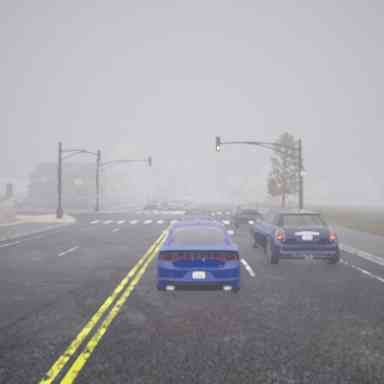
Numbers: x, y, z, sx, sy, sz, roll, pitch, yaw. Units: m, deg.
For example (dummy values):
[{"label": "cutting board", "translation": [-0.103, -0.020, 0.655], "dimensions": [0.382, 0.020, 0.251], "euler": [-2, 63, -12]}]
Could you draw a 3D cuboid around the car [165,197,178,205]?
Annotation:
[{"label": "car", "translation": [-4.090, 1.777, 65.958], "dimensions": [1.882, 1.535, 5.008], "euler": [0, 0, 5]}]

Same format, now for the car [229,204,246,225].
[{"label": "car", "translation": [3.679, 1.585, 22.780], "dimensions": [1.837, 1.490, 4.892], "euler": [0, 0, 1]}]

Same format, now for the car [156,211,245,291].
[{"label": "car", "translation": [0.171, 1.508, 9.112], "dimensions": [1.882, 1.535, 5.008], "euler": [0, 0, 1]}]

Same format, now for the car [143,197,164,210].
[{"label": "car", "translation": [-5.398, 1.696, 45.724], "dimensions": [1.837, 1.490, 4.892], "euler": [0, 0, 3]}]

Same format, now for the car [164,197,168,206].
[{"label": "car", "translation": [-4.834, 1.593, 55.566], "dimensions": [2.097, 1.767, 4.553], "euler": [0, 0, 3]}]

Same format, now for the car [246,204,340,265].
[{"label": "car", "translation": [3.461, 1.391, 12.031], "dimensions": [2.097, 1.767, 4.553], "euler": [0, 0, 1]}]

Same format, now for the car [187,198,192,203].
[{"label": "car", "translation": [-1.620, 1.798, 54.905], "dimensions": [1.994, 1.385, 4.181], "euler": [0, 0, 4]}]

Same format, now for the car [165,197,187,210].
[{"label": "car", "translation": [-2.142, 1.790, 45.827], "dimensions": [1.895, 1.301, 4.718], "euler": [0, 0, 3]}]

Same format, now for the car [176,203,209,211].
[{"label": "car", "translation": [0.352, 1.617, 19.892], "dimensions": [2.033, 1.411, 5.357], "euler": [0, 0, 1]}]
